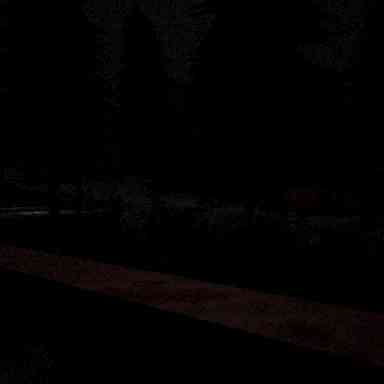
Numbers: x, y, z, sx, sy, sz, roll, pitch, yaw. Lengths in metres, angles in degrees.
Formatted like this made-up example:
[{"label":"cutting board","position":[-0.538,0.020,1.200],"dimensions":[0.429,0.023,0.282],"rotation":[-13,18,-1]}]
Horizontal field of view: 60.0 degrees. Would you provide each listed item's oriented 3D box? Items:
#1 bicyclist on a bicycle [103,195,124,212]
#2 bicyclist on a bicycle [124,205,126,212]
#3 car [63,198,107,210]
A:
[{"label":"bicyclist on a bicycle","position":[-7.401,1.075,30.496],"dimensions":[1.656,1.620,0.582],"rotation":[0,0,14]},{"label":"bicyclist on a bicycle","position":[-6.844,1.076,30.985],"dimensions":[1.656,1.620,0.582],"rotation":[0,0,21]},{"label":"car","position":[-11.998,1.354,37.474],"dimensions":[1.895,1.301,4.718],"rotation":[0,0,35]}]
